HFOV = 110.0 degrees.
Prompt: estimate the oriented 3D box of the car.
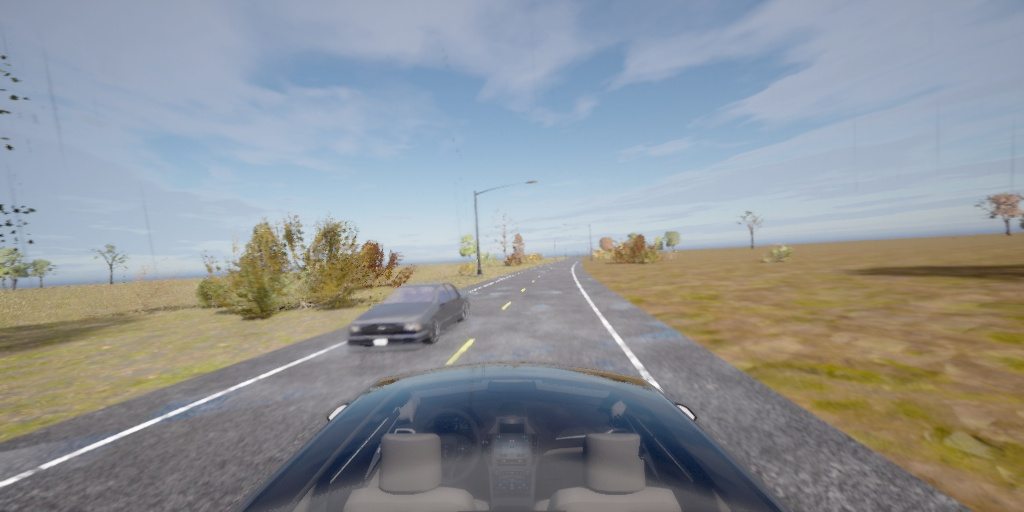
[{"bbox_3d":[-2.583,1.507,10.507,2.033,1.411,5.357,-3,0,7],"label":"car"}]
